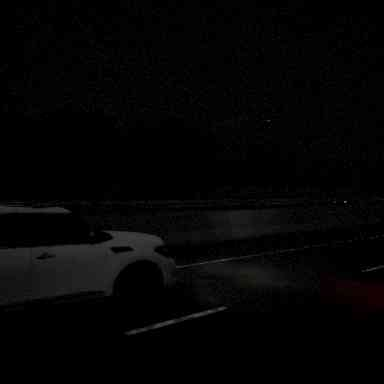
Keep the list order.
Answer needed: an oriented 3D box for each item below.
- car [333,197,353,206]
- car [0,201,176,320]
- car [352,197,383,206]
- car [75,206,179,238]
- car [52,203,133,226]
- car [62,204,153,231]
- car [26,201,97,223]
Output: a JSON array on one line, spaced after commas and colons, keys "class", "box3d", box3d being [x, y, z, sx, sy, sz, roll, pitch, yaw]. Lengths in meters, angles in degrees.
[{"class": "car", "box3d": [23.610, 1.523, 50.821, 4.553, 1.767, 2.097, 0, 0, -35]}, {"class": "car", "box3d": [-2.994, 1.224, 6.031, 5.566, 2.045, 2.150, 0, 0, -35]}, {"class": "car", "box3d": [26.025, 1.719, 48.240, 5.357, 1.411, 2.033, 0, 0, -35]}, {"class": "car", "box3d": [-3.524, 1.568, 18.666, 5.357, 1.411, 2.033, 0, 0, -35]}, {"class": "car", "box3d": [-7.267, 1.570, 24.592, 5.357, 1.411, 2.033, 0, 0, -35]}, {"class": "car", "box3d": [-5.406, 1.569, 21.622, 5.357, 1.411, 2.033, 0, 0, -35]}, {"class": "car", "box3d": [-10.417, 1.512, 26.644, 4.902, 1.511, 2.128, 0, 0, -36]}]
